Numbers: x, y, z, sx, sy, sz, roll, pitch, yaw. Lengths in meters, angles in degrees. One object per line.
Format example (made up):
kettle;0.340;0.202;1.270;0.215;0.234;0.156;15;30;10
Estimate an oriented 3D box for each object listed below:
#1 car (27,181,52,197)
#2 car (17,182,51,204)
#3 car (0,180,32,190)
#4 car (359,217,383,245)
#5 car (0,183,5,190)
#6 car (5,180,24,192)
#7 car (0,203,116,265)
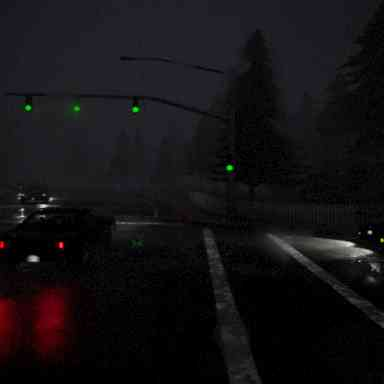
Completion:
car;-16.349;-0.346;35.467;1.882;1.535;5.008;0;3;-31
car;-12.649;0.115;27.117;1.812;1.442;4.674;0;3;-19
car;-27.760;-1.172;52.200;5.357;1.411;2.033;2;3;31
car;8.045;1.226;11.285;4.181;1.385;1.994;1;2;1
car;-29.870;-1.114;49.412;4.674;1.442;1.812;2;3;30
car;-22.040;-0.634;42.970;1.895;1.301;4.718;-1;3;-44
car;-3.566;1.118;9.681;1.895;1.301;4.718;1;2;0
